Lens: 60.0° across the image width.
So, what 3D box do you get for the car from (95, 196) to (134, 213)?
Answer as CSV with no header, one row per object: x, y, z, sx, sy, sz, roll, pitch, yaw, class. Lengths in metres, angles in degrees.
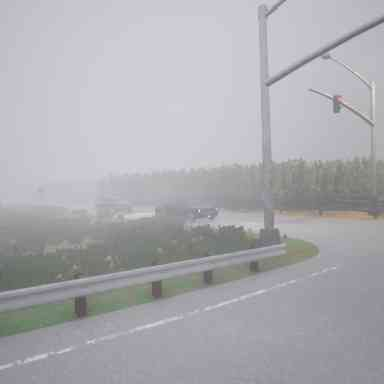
-7.070,1.128,29.795,1.837,1.490,4.892,-3,2,-40,car

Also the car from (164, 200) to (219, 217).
-0.404,1.185,21.994,1.895,1.301,4.718,-3,2,-41,car
